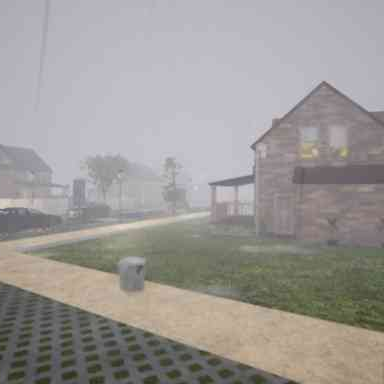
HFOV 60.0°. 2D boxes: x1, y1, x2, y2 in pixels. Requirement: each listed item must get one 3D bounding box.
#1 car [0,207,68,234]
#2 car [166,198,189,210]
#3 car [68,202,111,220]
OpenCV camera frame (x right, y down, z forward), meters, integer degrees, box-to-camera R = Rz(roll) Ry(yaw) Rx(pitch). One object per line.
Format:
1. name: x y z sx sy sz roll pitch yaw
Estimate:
1. car: -10.299 1.626 20.020 2.033 1.411 5.357 0 0 20
2. car: -2.155 1.760 50.384 2.097 1.767 4.553 0 -1 21
3. car: -9.438 1.659 30.629 2.128 1.511 4.902 0 0 20
